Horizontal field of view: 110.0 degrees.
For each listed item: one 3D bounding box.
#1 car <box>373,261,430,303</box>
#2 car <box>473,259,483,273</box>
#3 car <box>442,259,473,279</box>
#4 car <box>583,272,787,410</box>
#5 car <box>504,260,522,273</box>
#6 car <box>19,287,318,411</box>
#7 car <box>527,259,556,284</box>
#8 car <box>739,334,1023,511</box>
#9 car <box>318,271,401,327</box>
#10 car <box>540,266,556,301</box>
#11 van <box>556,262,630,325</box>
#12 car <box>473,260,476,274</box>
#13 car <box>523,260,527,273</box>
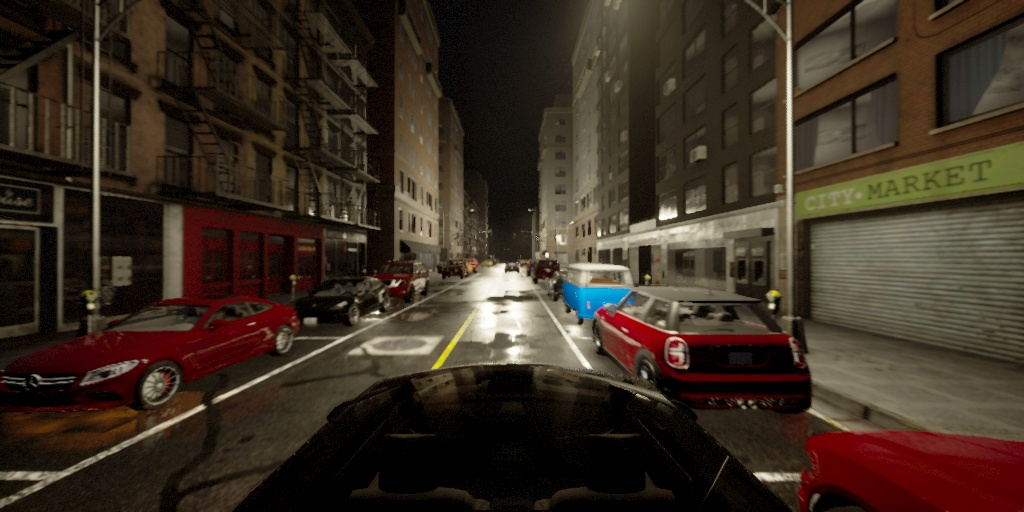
[{"bbox_3d":[-5.386,1.144,17.440,2.192,1.841,5.009,0,0,0],"label":"car"},{"bbox_3d":[-5.375,1.282,45.832,2.192,1.841,5.009,0,0,0],"label":"car"},{"bbox_3d":[-5.379,1.227,34.476,2.192,1.841,5.009,0,0,0],"label":"car"},{"bbox_3d":[2.641,1.212,6.075,1.967,1.591,4.097,0,0,0],"label":"car"},{"bbox_3d":[-0.009,1.543,48.362,1.994,1.385,4.181,0,0,-1],"label":"car"},{"bbox_3d":[-5.391,1.355,6.084,1.802,1.307,4.207,0,0,0],"label":"car"},{"bbox_3d":[2.654,1.199,28.790,2.192,1.841,5.009,0,0,0],"label":"car"},{"bbox_3d":[2.637,1.288,0.396,1.888,1.381,4.507,0,0,0],"label":"car"},{"bbox_3d":[-5.389,1.367,11.762,1.948,1.339,4.313,0,0,0],"label":"car"},{"bbox_3d":[2.647,1.379,17.433,2.007,1.370,4.403,0,0,0],"label":"car"},{"bbox_3d":[2.644,1.141,11.753,1.690,1.789,3.998,0,0,0],"label":"van"},{"bbox_3d":[-5.377,1.465,39.983,1.751,1.417,4.829,0,0,0],"label":"car"},{"bbox_3d":[2.660,1.254,40.148,2.192,1.841,5.009,0,0,0],"label":"car"}]
